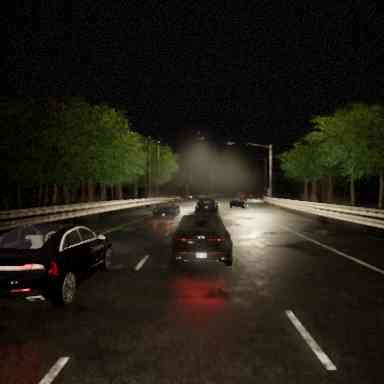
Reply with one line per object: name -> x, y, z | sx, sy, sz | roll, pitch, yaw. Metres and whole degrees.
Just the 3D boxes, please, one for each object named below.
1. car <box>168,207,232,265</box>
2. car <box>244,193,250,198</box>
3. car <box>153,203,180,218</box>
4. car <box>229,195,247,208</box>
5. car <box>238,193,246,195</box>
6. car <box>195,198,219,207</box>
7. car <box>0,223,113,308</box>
car -> 0.330, 1.507, 11.634 | 1.837, 1.490, 4.892 | 0, 0, 2
car -> 12.870, 1.212, 85.096 | 2.150, 2.045, 5.566 | 0, 0, 13
car -> -2.201, 1.598, 29.871 | 1.895, 1.301, 4.718 | 0, 0, 4
car -> 6.492, 1.516, 48.425 | 1.994, 1.385, 4.181 | 0, 0, 7
car -> 9.384, 1.512, 67.781 | 1.994, 1.385, 4.181 | 0, 0, 10
car -> 1.426, 1.353, 31.219 | 2.097, 1.767, 4.553 | 0, 0, 4
car -> -3.269, 1.489, 7.919 | 2.128, 1.511, 4.902 | 0, 0, 1
